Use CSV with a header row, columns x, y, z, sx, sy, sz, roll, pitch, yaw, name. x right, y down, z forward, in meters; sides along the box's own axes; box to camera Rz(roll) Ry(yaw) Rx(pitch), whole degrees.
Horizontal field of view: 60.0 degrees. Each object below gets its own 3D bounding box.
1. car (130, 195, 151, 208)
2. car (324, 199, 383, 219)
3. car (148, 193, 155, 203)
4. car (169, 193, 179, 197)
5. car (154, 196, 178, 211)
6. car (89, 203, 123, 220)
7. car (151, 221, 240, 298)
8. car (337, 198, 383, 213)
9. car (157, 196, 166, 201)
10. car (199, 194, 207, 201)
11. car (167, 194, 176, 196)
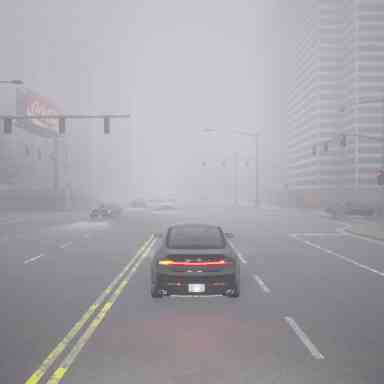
x,y,z,sx,sy,sz,roll,pitch,yaw,name
-7.404,1.564,46.725,1.994,1.385,4.181,0,0,0,car
13.982,1.491,28.600,4.902,1.511,2.128,0,0,2,car
-7.463,1.492,67.206,2.128,1.511,4.902,0,0,0,car
-3.956,1.224,69.124,2.150,2.045,5.566,0,0,0,car
-3.213,1.526,40.299,1.812,1.442,4.674,0,0,-9,car
-7.284,1.601,28.456,1.895,1.301,4.718,0,0,0,car
0.055,1.505,8.498,1.837,1.490,4.892,0,0,-1,car
18.443,1.477,35.713,5.008,1.535,1.882,0,0,-1,car
-7.544,1.581,82.186,1.895,1.301,4.718,0,0,0,car
2.912,1.355,88.755,2.097,1.767,4.553,0,0,0,car
-3.931,1.525,53.924,1.812,1.442,4.674,0,0,-1,car
